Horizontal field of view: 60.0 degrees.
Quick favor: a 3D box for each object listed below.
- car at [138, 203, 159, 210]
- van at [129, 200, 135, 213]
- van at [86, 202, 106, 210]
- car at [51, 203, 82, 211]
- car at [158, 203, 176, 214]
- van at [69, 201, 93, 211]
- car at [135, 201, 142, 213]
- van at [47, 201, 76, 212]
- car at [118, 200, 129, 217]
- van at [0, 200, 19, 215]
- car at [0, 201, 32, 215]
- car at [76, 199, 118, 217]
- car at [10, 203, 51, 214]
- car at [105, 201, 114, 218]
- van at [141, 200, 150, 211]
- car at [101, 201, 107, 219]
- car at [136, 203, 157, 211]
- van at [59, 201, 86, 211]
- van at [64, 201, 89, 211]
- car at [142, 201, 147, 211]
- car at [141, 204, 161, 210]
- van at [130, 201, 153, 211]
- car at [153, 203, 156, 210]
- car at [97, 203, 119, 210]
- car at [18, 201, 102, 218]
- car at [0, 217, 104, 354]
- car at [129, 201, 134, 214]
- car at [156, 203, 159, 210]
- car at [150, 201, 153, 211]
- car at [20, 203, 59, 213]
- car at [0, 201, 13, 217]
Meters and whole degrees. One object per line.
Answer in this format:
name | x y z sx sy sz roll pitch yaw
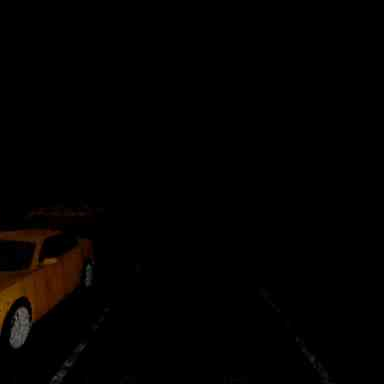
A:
car | -10.275 3.475 78.618 4.553 1.767 2.185 0 -3 0
van | -10.441 2.075 45.351 4.442 1.987 1.878 0 -2 0
van | -23.501 3.507 81.392 4.442 1.987 1.878 0 -3 0
car | -23.400 2.836 62.156 5.008 1.535 2.097 0 -2 0
car | -3.329 2.463 47.968 1.994 1.385 4.181 0 -2 0
van | -23.507 2.975 70.324 4.442 1.987 1.878 0 -3 0
car | -10.328 2.389 48.119 5.008 1.535 2.097 0 -2 0
van | -23.279 2.522 59.394 4.442 1.987 1.878 0 -2 0
car | -10.300 1.784 37.028 5.566 2.045 2.435 0 -2 0
van | -23.523 1.904 40.013 4.442 1.987 1.878 0 -2 0
car | -23.374 2.093 42.778 4.553 1.767 2.185 0 -2 0
car | -10.361 1.824 34.253 4.553 1.767 2.185 0 -2 0
car | -23.397 2.395 48.312 5.008 1.535 2.097 0 -2 0
car | -10.338 1.868 31.474 5.008 1.535 2.097 0 -2 0
van | -10.200 2.518 59.225 4.442 1.987 1.878 0 -2 0
car | -10.338 1.797 28.703 4.892 1.521 2.231 0 -1 0
car | -10.276 3.342 75.845 4.553 1.767 2.185 0 -3 0
van | -23.277 2.710 64.782 4.442 1.987 1.878 0 -2 0
van | -23.508 2.849 67.682 4.442 1.987 1.878 0 -3 0
car | -10.290 2.596 53.666 4.792 1.488 2.163 0 -2 0
car | -10.297 3.867 84.158 4.892 1.521 2.231 0 -3 0
van | -10.196 2.842 67.531 4.442 1.987 1.878 0 -3 0
car | -10.342 2.684 64.759 5.566 2.045 2.435 0 -3 0
car | -23.351 4.019 92.587 5.566 2.045 2.435 0 -3 0
car | -10.149 1.728 25.935 5.366 1.575 1.946 0 -1 0
car | -3.349 1.494 6.315 1.882 1.535 5.008 0 0 0
car | -10.328 2.252 42.568 4.674 1.452 2.002 0 -2 0
car | -10.304 3.334 73.066 5.008 1.535 2.097 0 -3 0
car | -10.344 2.862 61.998 4.792 1.488 2.163 0 -2 0
car | -23.395 2.484 51.081 4.892 1.521 2.231 0 -2 0
car | -23.402 2.043 37.236 4.892 1.521 2.231 0 -2 0
